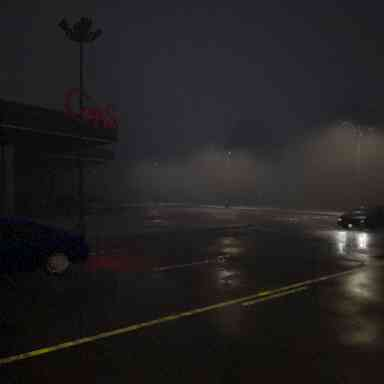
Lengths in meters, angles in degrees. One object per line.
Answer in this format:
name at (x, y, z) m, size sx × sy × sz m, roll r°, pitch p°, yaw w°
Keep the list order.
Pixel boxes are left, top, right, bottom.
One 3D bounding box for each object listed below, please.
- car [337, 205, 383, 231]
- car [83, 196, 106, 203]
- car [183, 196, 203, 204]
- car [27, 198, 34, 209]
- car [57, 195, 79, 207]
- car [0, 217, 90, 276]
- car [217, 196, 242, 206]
car at (11.253, 1.547, 20.674) m, size 5.357 × 1.411 × 2.033 m, roll 0°, pitch 0°, yaw -36°
car at (-20.657, 1.524, 70.666) m, size 4.674 × 1.442 × 1.812 m, roll 0°, pitch 0°, yaw -34°
car at (0.210, 1.477, 64.980) m, size 1.882 × 1.535 × 5.008 m, roll 0°, pitch 0°, yaw -36°
car at (-22.029, 1.456, 43.590) m, size 1.970 × 1.475 × 3.806 m, roll 0°, pitch 0°, yaw -35°
car at (-17.819, 1.295, 47.573) m, size 2.242 × 1.667 × 4.611 m, roll 0°, pitch 0°, yaw -35°
car at (-5.299, 1.477, 8.810) m, size 5.008 × 1.535 × 1.882 m, roll 0°, pitch 0°, yaw -36°
car at (6.291, 1.505, 56.564) m, size 1.837 × 1.490 × 4.892 m, roll 0°, pitch 0°, yaw -36°
